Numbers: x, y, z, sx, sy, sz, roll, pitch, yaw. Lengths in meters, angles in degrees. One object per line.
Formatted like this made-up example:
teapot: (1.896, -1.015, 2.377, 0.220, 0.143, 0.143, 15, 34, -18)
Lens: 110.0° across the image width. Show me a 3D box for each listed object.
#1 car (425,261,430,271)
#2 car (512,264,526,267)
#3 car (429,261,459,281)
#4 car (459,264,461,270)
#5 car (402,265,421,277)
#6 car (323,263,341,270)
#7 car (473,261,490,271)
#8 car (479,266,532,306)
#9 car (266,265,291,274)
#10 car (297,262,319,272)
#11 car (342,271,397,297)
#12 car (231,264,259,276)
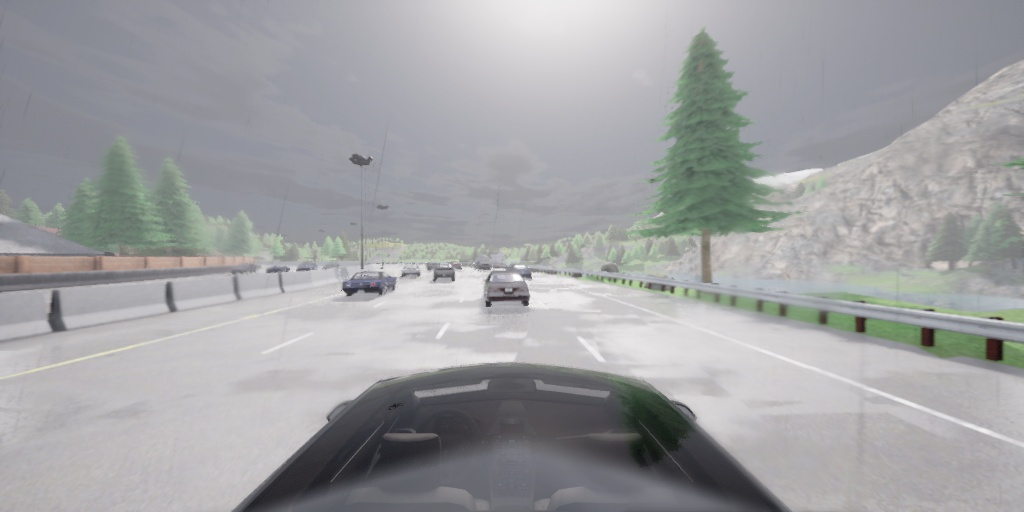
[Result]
car: (-12.901, 1.592, 57.990, 2.128, 1.511, 4.902, 0, 0, -20)
car: (0.528, 1.442, 34.506, 1.994, 1.385, 4.181, 0, 0, -11)
car: (-6.254, 1.428, 32.990, 2.128, 1.511, 4.902, 0, 0, -11)
car: (-9.568, 1.598, 59.065, 1.812, 1.442, 4.674, 0, 0, -20)
car: (-11.028, 1.609, 39.483, 1.895, 1.301, 4.718, 0, 0, -13)
car: (-25.436, 1.694, 50.732, 1.837, 1.490, 4.892, 0, 0, -18)
car: (-4.692, 1.518, 55.451, 1.837, 1.490, 4.892, 1, 0, -18)
car: (-0.353, 1.360, 16.303, 2.033, 1.411, 5.357, 0, 0, -5)
car: (-32.559, 1.859, 50.071, 1.895, 1.301, 4.718, 0, 0, -18)
car: (-29.458, 1.586, 51.786, 2.097, 1.767, 4.553, 0, 0, -18)
car: (-7.845, 1.501, 20.274, 1.895, 1.301, 4.718, 0, 0, -6)
car: (-35.503, 1.785, 47.812, 1.837, 1.490, 4.892, 0, 0, -18)
